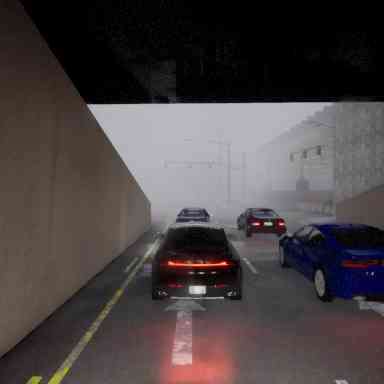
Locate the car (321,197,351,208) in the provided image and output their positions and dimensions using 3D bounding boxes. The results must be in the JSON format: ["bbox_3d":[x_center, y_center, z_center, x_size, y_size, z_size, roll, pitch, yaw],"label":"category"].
[{"bbox_3d":[17.648,1.295,40.712,4.536,1.218,1.853,0,0,-45],"label":"car"}]

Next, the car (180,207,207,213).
[{"bbox_3d":[0.099,1.547,18.126,2.033,1.411,5.357,0,0,3],"label":"car"}]

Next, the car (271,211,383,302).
[{"bbox_3d":[3.604,1.478,8.362,1.882,1.535,5.008,0,0,0],"label":"car"}]

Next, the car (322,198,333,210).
[{"bbox_3d":[17.611,1.453,40.675,4.974,1.542,2.038,0,0,-45],"label":"car"}]

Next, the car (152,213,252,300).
[{"bbox_3d":[0.105,1.505,8.380,1.837,1.490,4.892,0,0,0],"label":"car"}]

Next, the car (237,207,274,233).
[{"bbox_3d":[3.632,1.547,18.114,2.033,1.411,5.357,0,0,0],"label":"car"}]
